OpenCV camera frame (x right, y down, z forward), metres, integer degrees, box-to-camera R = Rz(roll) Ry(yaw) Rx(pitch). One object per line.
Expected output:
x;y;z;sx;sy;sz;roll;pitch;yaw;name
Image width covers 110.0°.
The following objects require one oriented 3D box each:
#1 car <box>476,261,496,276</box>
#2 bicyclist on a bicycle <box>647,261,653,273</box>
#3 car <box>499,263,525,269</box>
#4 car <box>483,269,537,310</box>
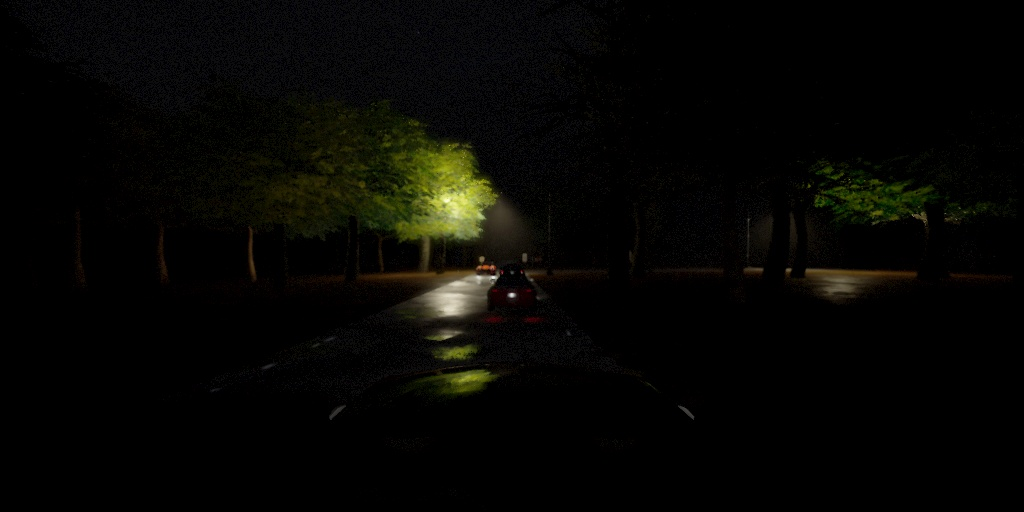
-3.034;1.454;43.014;2.097;1.767;4.553;0;0;0;car
18.524;1.445;48.199;0.582;1.620;1.656;-1;-1;0;bicyclist on a bicycle
0.011;1.359;30.300;2.097;1.767;4.553;0;-1;0;car
0.018;1.441;15.368;1.994;1.385;4.181;0;0;0;car
